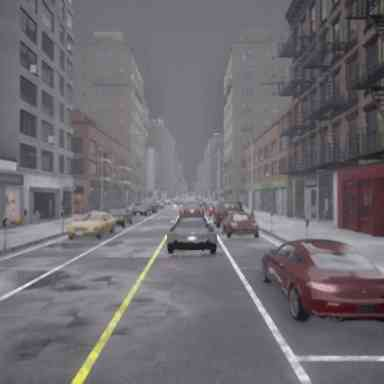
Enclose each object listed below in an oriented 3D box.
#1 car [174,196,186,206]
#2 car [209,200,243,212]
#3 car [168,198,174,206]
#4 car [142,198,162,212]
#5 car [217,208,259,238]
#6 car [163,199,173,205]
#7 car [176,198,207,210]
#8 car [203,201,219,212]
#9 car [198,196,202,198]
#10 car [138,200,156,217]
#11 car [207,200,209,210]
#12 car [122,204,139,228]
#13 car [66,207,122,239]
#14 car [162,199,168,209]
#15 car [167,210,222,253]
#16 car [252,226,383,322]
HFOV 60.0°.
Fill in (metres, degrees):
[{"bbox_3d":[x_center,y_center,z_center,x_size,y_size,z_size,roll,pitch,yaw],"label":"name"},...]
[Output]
[{"bbox_3d":[-2.757,2.135,71.804,1.837,1.490,4.892,0,0,0],"label":"car"},{"bbox_3d":[2.635,1.537,24.176,2.192,1.841,5.009,0,-1,0],"label":"car"},{"bbox_3d":[-5.394,2.200,69.620,1.802,1.307,4.206,0,0,0],"label":"car"},{"bbox_3d":[-5.392,1.686,41.214,2.192,1.841,5.009,0,-1,0],"label":"car"},{"bbox_3d":[2.635,1.754,18.493,1.802,1.307,4.206,0,-1,0],"label":"car"},{"bbox_3d":[-5.395,2.217,75.301,2.008,1.369,4.403,0,0,0],"label":"car"},{"bbox_3d":[-0.002,1.615,29.080,2.097,1.767,4.553,0,-1,0],"label":"car"},{"bbox_3d":[2.633,1.971,46.898,2.008,1.369,4.403,0,0,0],"label":"car"},{"bbox_3d":[2.631,2.145,69.792,1.752,1.417,4.829,0,0,0],"label":"car"},{"bbox_3d":[-5.391,1.887,35.530,1.947,1.339,4.313,0,-1,0],"label":"car"},{"bbox_3d":[2.634,1.761,35.537,1.967,1.590,4.097,0,-1,0],"label":"car"},{"bbox_3d":[-5.390,1.787,24.168,1.947,1.339,4.313,0,-1,0],"label":"car"},{"bbox_3d":[-5.390,1.696,18.316,1.752,1.417,4.829,0,-1,0],"label":"car"},{"bbox_3d":[-5.393,1.910,52.576,1.967,1.590,4.097,0,-1,0],"label":"car"},{"bbox_3d":[0.003,1.698,14.295,1.994,1.385,4.181,0,0,0],"label":"car"},{"bbox_3d":[2.636,1.650,7.130,1.802,1.307,4.206,0,-1,0],"label":"car"}]
